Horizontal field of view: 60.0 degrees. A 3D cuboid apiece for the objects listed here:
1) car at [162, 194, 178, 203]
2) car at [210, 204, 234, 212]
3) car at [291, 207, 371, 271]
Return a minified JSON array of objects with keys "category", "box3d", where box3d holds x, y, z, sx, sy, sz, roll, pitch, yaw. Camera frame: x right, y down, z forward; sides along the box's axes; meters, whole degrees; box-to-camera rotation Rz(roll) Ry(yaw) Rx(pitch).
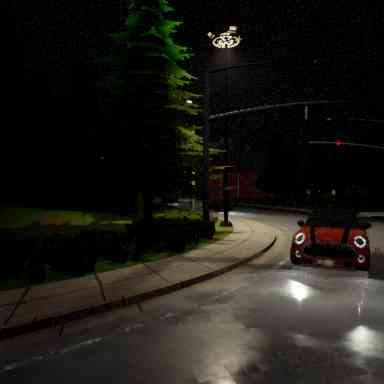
[{"category":"car","box3d":[-4.332,1.224,65.316,2.150,2.045,5.566,0,0,-17]},{"category":"car","box3d":[3.321,1.601,39.316,1.895,1.301,4.718,0,0,-15]},{"category":"car","box3d":[4.720,1.351,11.107,2.097,1.767,4.553,0,0,27]}]
